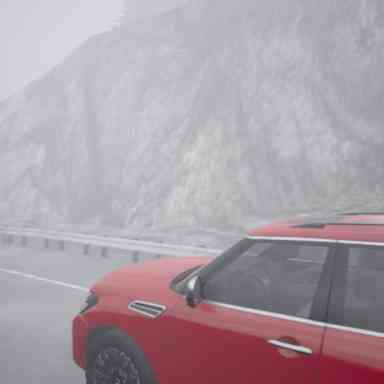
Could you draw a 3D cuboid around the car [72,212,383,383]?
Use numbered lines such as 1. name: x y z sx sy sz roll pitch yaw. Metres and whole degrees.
1. car: 1.321 1.213 2.962 5.566 2.045 2.150 0 0 35
